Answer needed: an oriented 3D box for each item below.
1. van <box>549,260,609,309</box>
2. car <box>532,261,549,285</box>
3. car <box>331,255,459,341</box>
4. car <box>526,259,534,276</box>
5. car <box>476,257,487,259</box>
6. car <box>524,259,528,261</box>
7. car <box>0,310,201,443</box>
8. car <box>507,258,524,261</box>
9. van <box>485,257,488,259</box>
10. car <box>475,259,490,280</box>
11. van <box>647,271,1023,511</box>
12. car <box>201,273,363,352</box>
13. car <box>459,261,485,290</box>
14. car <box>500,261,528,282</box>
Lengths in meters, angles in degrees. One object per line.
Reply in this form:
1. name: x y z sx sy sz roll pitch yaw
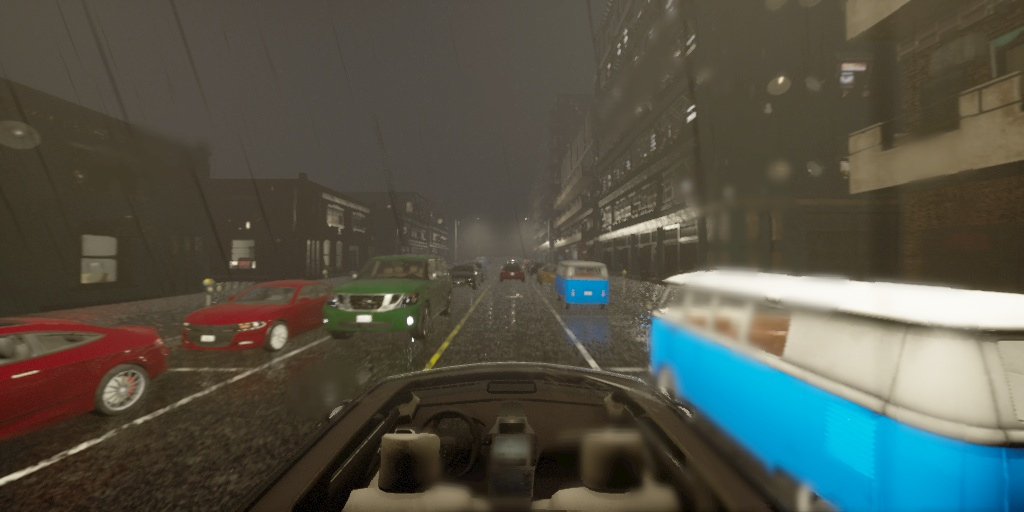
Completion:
1. van: 2.690 1.089 14.566 1.690 1.789 3.998 0 0 0
2. car: 2.689 1.269 25.896 1.751 1.417 4.829 0 0 0
3. car: -3.097 0.973 10.285 2.150 2.045 5.566 0 0 0
4. car: 2.688 1.302 36.889 1.948 1.339 4.313 0 0 0
5. car: -5.695 1.277 59.170 1.948 1.339 4.313 0 0 0
6. car: 2.688 1.296 42.469 1.948 1.339 4.313 0 0 0
7. car: -5.690 1.332 3.367 1.802 1.307 4.207 0 0 0
8. car: 0.060 1.221 44.682 2.128 1.511 4.902 0 0 0
9. van: -5.695 1.045 64.750 1.690 1.789 3.998 0 0 0
10. car: -3.034 1.220 28.391 1.882 1.535 5.008 0 0 0
11. van: 2.691 1.091 3.403 1.690 1.789 3.998 0 0 0
12. car: -5.691 1.294 8.947 1.888 1.381 4.507 0 0 0
13. car: -3.004 1.262 22.538 1.837 1.490 4.892 0 0 0
14. car: 0.019 1.306 28.906 1.994 1.385 4.181 0 0 0
